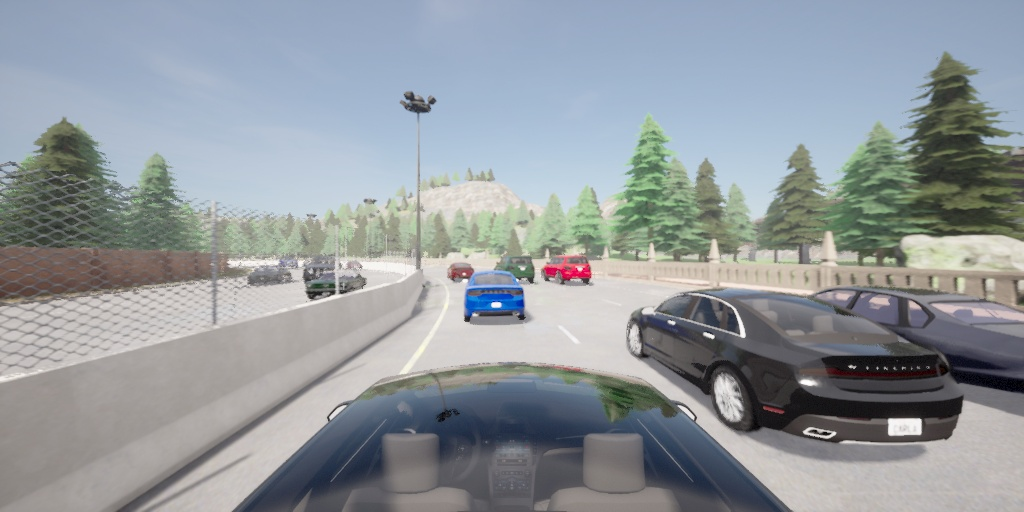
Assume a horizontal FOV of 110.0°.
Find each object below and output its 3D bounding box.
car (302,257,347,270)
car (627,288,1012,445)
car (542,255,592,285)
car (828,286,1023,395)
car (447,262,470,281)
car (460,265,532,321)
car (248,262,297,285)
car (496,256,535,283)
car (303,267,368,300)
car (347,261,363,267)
[{"bbox_3d":[-15.058,1.068,28.903,2.150,2.045,5.566,0,0,-18],"label":"car"},{"bbox_3d":[3.346,1.245,5.545,1.837,1.490,4.892,0,0,-2],"label":"car"},{"bbox_3d":[3.932,0.984,26.529,2.150,2.045,5.566,0,0,-13],"label":"car"},{"bbox_3d":[6.864,1.274,6.677,2.033,1.411,5.357,0,0,-3],"label":"car"},{"bbox_3d":[-4.444,1.281,30.624,1.882,1.535,5.008,0,0,-16],"label":"car"},{"bbox_3d":[-0.719,1.244,12.658,1.882,1.535,5.008,0,0,-6],"label":"car"},{"bbox_3d":[-18.210,1.421,27.149,1.994,1.385,4.181,0,0,-18],"label":"car"},{"bbox_3d":[0.103,1.001,27.513,2.150,2.045,5.566,0,0,-14],"label":"car"},{"bbox_3d":[-8.792,1.408,18.332,1.895,1.301,4.718,0,0,-11],"label":"car"},{"bbox_3d":[-24.761,1.445,56.192,1.812,1.442,4.674,0,0,-34],"label":"car"}]
